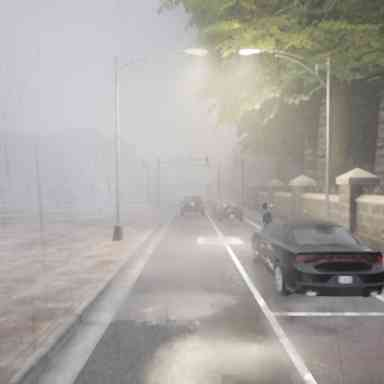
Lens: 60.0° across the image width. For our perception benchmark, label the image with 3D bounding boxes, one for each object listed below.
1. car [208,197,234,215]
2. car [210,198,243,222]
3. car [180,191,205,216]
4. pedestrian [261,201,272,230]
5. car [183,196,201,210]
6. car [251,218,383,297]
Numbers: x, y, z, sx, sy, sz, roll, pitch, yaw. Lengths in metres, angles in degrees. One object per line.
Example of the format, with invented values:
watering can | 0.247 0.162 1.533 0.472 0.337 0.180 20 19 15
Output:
car | 2.643 1.268 31.119 2.008 1.369 4.403 -1 0 0
car | 2.617 1.327 23.983 2.008 1.369 4.403 -1 0 0
car | 0.058 1.082 29.520 2.097 1.767 4.553 0 0 0
pedestrian | 2.541 1.180 11.410 0.375 1.860 0.375 -1 2 0
car | -0.001 1.213 38.955 2.033 1.411 5.357 0 0 0
car | 2.749 1.393 8.426 1.882 1.535 5.008 0 1 0
